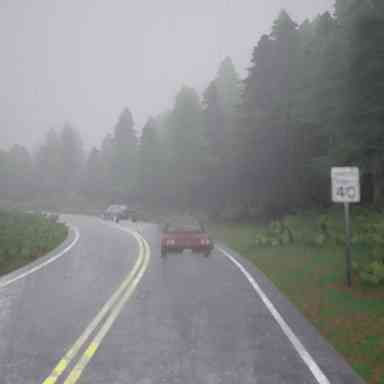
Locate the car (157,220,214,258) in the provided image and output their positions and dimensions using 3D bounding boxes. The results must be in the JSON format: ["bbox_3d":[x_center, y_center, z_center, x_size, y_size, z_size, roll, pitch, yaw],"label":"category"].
[{"bbox_3d":[-0.450,1.794,13.690,1.895,1.301,4.718,1,-1,-8],"label":"car"}]

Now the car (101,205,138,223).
[{"bbox_3d":[-6.331,1.851,28.809,1.837,1.490,4.892,4,-2,-35],"label":"car"}]
